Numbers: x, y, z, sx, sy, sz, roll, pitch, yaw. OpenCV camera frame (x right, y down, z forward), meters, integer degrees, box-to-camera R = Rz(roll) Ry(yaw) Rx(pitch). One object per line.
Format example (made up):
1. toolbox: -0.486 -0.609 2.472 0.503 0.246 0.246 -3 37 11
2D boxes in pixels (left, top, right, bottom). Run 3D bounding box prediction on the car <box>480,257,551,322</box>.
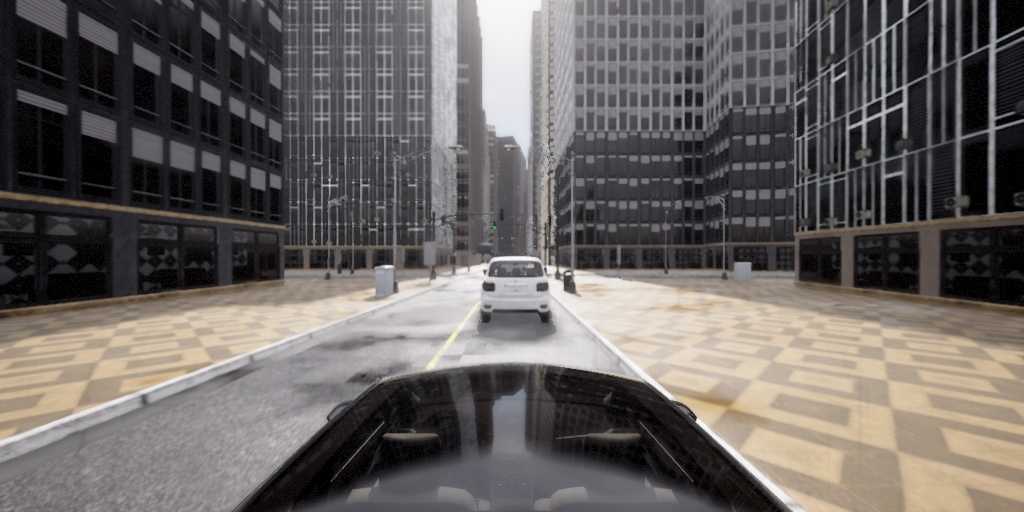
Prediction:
1. car: 0.113 1.045 12.803 2.150 2.045 5.566 0 0 0
